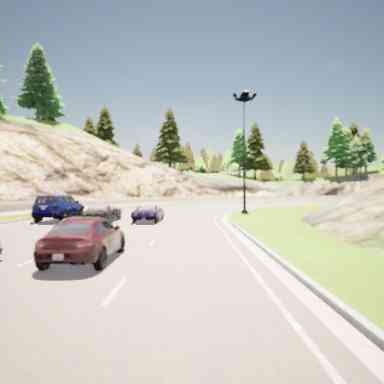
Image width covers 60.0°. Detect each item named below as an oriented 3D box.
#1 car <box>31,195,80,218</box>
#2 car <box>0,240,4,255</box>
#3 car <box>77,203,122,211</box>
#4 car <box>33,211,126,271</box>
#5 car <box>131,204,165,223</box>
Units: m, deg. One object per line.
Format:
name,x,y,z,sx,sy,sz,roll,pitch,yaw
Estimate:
car,-10.277,1.230,25.880,2.150,2.045,5.566,0,0,2
car,-6.959,1.549,8.177,2.033,1.411,5.357,0,0,1
car,-6.758,1.608,25.463,1.895,1.301,4.718,0,0,3
car,-3.438,1.530,10.843,1.812,1.442,4.674,0,-1,0
car,-3.263,1.608,25.461,1.895,1.301,4.718,0,0,3
